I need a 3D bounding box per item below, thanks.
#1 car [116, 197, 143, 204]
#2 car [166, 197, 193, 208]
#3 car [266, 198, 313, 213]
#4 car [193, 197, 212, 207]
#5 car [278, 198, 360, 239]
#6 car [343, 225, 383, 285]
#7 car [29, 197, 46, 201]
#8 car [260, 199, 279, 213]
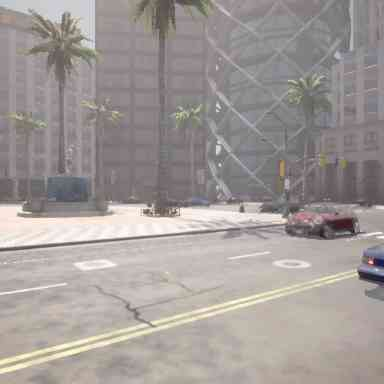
[{"bbox_3d":[-11.680,1.601,62.075,4.718,1.301,1.895,0,0,9],"label":"car"},{"bbox_3d":[-2.697,1.601,47.642,4.718,1.301,1.895,0,0,29],"label":"car"},{"bbox_3d":[11.230,1.491,38.473,2.128,1.511,4.902,0,0,-38],"label":"car"},{"bbox_3d":[0.758,1.527,49.569,4.674,1.442,1.812,1,0,34],"label":"car"},{"bbox_3d":[6.944,1.352,17.605,4.553,1.767,2.097,0,0,-40],"label":"car"},{"bbox_3d":[6.233,1.547,8.220,5.357,1.411,2.033,0,0,-35],"label":"car"},{"bbox_3d":[-27.950,1.564,61.657,4.181,1.385,1.994,0,0,-10],"label":"car"},{"bbox_3d":[9.236,1.564,35.311,1.994,1.385,4.181,0,0,-37],"label":"car"}]
